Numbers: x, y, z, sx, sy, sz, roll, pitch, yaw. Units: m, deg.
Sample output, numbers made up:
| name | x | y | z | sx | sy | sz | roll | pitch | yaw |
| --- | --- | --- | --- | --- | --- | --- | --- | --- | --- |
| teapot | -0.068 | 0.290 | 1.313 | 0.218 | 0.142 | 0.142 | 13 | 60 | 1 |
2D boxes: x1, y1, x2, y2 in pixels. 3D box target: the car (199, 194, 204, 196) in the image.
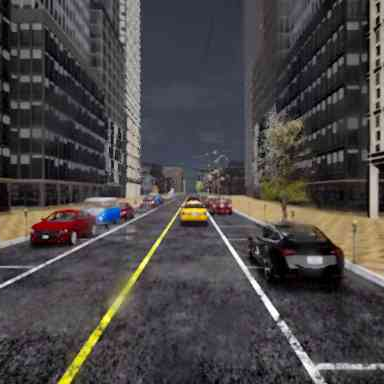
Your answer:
| name | x | y | z | sx | sy | sz | roll | pitch | yaw |
| --- | --- | --- | --- | --- | --- | --- | --- | --- | --- |
| car | 0.172 | 1.299 | 41.074 | 1.882 | 1.535 | 5.008 | 0 | 0 | 0 |

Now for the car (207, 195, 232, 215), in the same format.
| name | x | y | z | sx | sy | sz | roll | pitch | yaw |
| --- | --- | --- | --- | --- | --- | --- | --- | --- | --- |
| car | 2.749 | 1.302 | 32.167 | 1.967 | 1.590 | 4.097 | 0 | 0 | 0 |

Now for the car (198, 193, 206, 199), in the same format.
| name | x | y | z | sx | sy | sz | roll | pitch | yaw |
| --- | --- | --- | --- | --- | --- | --- | --- | --- | --- |
| car | 2.855 | 1.117 | 94.778 | 2.008 | 1.369 | 4.403 | 0 | 0 | 0 |

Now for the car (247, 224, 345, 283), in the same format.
| name | x | y | z | sx | sy | sz | roll | pitch | yaw |
| --- | --- | --- | --- | --- | --- | --- | --- | --- | --- |
| car | 2.709 | 1.526 | 9.401 | 1.947 | 1.339 | 4.313 | 0 | 0 | 0 |

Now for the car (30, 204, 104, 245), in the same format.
| name | x | y | z | sx | sy | sz | roll | pitch | yaw |
| --- | --- | --- | --- | --- | --- | --- | --- | --- | --- |
| car | -5.662 | 1.482 | 15.120 | 1.887 | 1.381 | 4.507 | 0 | 0 | 0 |

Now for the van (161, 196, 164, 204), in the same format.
| name | x | y | z | sx | sy | sz | roll | pitch | yaw |
| --- | --- | --- | --- | --- | --- | --- | --- | --- | --- |
| van | -5.602 | 1.125 | 49.272 | 1.690 | 1.788 | 3.998 | 0 | 0 | 0 |

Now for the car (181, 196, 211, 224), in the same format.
| name | x | y | z | sx | sy | sz | roll | pitch | yaw |
| --- | --- | --- | --- | --- | --- | --- | --- | --- | --- |
| car | 0.141 | 1.356 | 23.882 | 1.801 | 1.575 | 5.366 | 0 | 0 | 0 |

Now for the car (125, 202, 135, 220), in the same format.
| name | x | y | z | sx | sy | sz | roll | pitch | yaw |
| --- | --- | --- | --- | --- | --- | --- | --- | --- | --- |
| car | -5.642 | 1.470 | 26.505 | 1.802 | 1.307 | 4.206 | 0 | 0 | 0 |

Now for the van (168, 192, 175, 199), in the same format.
| name | x | y | z | sx | sy | sz | roll | pitch | yaw |
| --- | --- | --- | --- | --- | --- | --- | --- | --- | --- |
| van | -5.534 | 0.936 | 89.116 | 1.690 | 1.788 | 3.998 | 0 | 0 | 0 |

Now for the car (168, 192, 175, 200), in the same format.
| name | x | y | z | sx | sy | sz | roll | pitch | yaw |
| --- | --- | --- | --- | --- | --- | --- | --- | --- | --- |
| car | -5.555 | 1.176 | 77.562 | 1.752 | 1.417 | 4.829 | 0 | 0 | 0 |

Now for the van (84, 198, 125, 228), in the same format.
| name | x | y | z | sx | sy | sz | roll | pitch | yaw |
| --- | --- | --- | --- | --- | --- | --- | --- | --- | --- |
| van | -5.651 | 1.254 | 20.811 | 1.690 | 1.788 | 3.998 | 0 | 0 | 0 |

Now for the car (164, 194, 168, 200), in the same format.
| name | x | y | z | sx | sy | sz | roll | pitch | yaw |
| --- | --- | --- | --- | --- | --- | --- | --- | --- | --- |
| car | -5.593 | 1.324 | 54.965 | 1.947 | 1.339 | 4.313 | 0 | 0 | 0 |

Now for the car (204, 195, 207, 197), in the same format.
| name | x | y | z | sx | sy | sz | roll | pitch | yaw |
| --- | --- | --- | --- | --- | --- | --- | --- | --- | --- |
| car | 2.768 | 1.392 | 43.552 | 1.802 | 1.307 | 4.206 | 0 | 0 | 0 |

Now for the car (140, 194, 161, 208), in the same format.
| name | x | y | z | sx | sy | sz | roll | pitch | yaw |
| --- | --- | --- | --- | --- | --- | --- | --- | --- | --- |
| car | -5.612 | 1.251 | 43.579 | 1.967 | 1.590 | 4.097 | 0 | 0 | 0 |

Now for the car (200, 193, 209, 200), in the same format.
| name | x | y | z | sx | sy | sz | roll | pitch | yaw |
| --- | --- | --- | --- | --- | --- | --- | --- | --- | --- |
| car | 2.827 | 1.090 | 77.702 | 1.967 | 1.590 | 4.097 | 0 | 0 | 0 |
